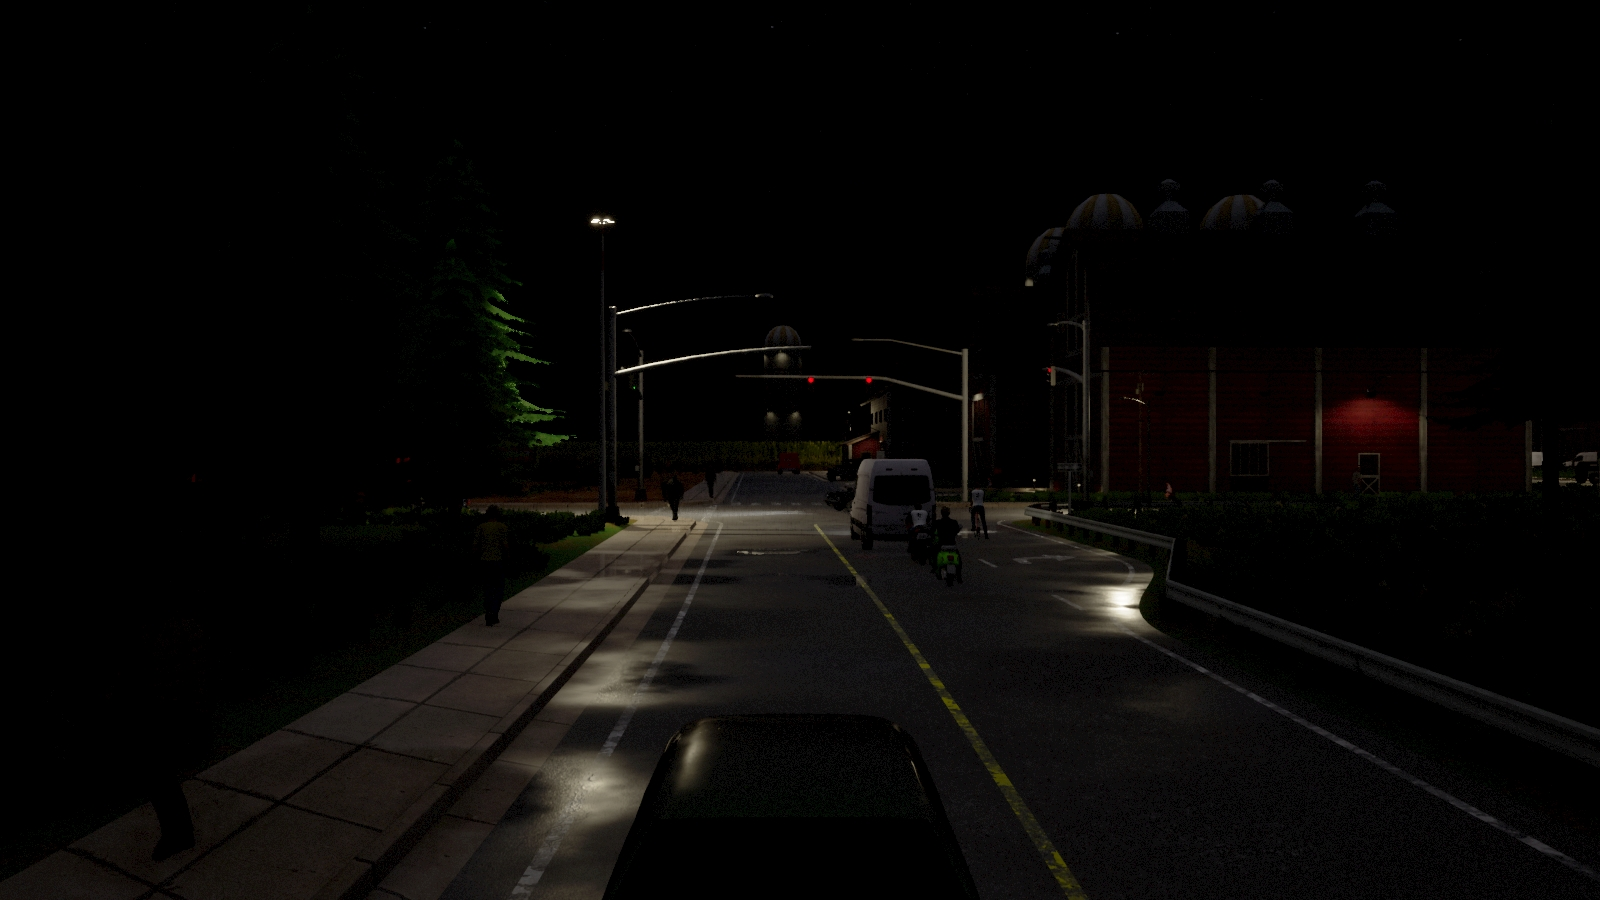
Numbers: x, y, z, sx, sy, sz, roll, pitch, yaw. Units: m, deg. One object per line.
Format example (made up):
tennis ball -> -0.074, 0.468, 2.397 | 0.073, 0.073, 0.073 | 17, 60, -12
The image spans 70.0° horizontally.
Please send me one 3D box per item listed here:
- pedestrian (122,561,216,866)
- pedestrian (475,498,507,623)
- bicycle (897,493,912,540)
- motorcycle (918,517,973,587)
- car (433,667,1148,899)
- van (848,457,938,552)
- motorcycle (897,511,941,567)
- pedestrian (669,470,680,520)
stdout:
pedestrian -> -4.069, 1.669, 7.377 | 0.375, 1.860, 0.375 | 0, 0, 16
pedestrian -> -4.682, 1.670, 17.315 | 0.375, 1.860, 0.375 | 0, 0, 2
bicycle -> 3.290, 2.079, 36.037 | 0.373, 1.396, 1.643 | 0, 0, 3
motorcycle -> 3.041, 2.115, 24.012 | 0.856, 1.316, 1.805 | 0, 0, -2
car -> -0.032, 1.973, 4.130 | 1.851, 1.617, 3.988 | 0, 0, 0
van -> 2.659, 1.508, 34.092 | 1.988, 2.561, 5.915 | 0, 0, -2
motorcycle -> 2.898, 2.159, 27.998 | 0.803, 1.199, 2.033 | 0, 0, -2
pedestrian -> -4.664, 1.671, 42.515 | 0.375, 1.860, 0.375 | 0, 0, -1
